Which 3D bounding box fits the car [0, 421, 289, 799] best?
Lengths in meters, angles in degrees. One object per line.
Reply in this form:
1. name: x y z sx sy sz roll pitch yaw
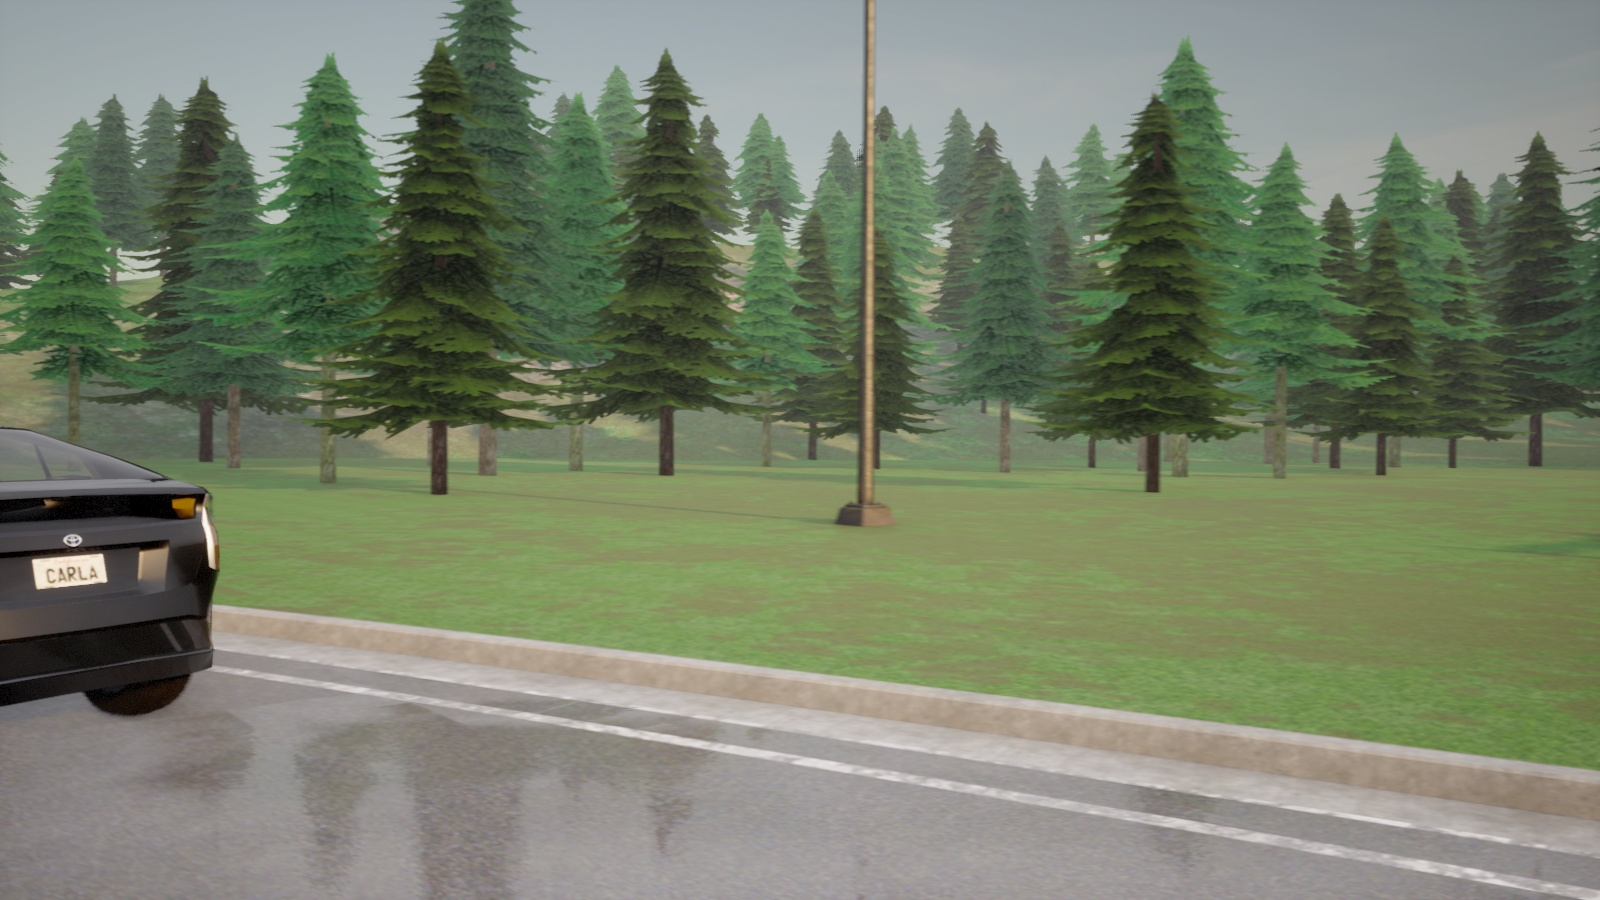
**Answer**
1. car: -5.019 0.644 6.473 4.514 1.525 2.007 0 1 29
